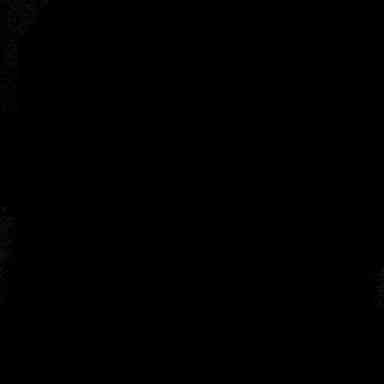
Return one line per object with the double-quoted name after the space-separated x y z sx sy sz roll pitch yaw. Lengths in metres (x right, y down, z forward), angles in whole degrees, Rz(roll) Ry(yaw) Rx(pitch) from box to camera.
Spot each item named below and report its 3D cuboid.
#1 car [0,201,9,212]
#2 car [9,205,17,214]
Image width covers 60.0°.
-19.347 1.183 29.117 2.192 1.841 5.009 0 -1 36 "car"
-16.206 1.527 33.508 1.802 1.307 4.206 0 -1 36 "car"
